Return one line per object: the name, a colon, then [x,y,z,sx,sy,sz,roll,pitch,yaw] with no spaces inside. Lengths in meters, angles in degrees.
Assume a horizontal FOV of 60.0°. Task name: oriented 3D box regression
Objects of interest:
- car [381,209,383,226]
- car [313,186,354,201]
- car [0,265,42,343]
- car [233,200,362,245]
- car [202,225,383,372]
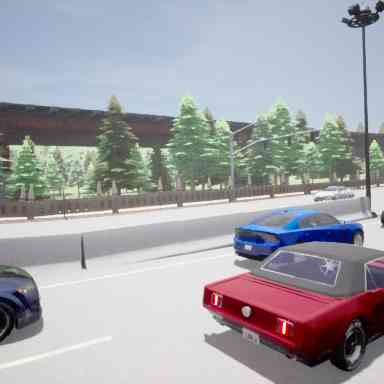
car: [10.833,0.880,15.870,4.181,1.385,1.994,-4,2,-36]
car: [13.122,0.221,30.702,4.674,1.442,1.812,-4,2,-36]
car: [-4.496,1.563,4.842,4.181,1.385,1.994,0,0,-36]
car: [3.554,1.283,10.625,5.008,1.535,1.882,-3,2,-36]
car: [2.566,1.528,5.602,4.718,1.301,1.895,-2,1,-36]
